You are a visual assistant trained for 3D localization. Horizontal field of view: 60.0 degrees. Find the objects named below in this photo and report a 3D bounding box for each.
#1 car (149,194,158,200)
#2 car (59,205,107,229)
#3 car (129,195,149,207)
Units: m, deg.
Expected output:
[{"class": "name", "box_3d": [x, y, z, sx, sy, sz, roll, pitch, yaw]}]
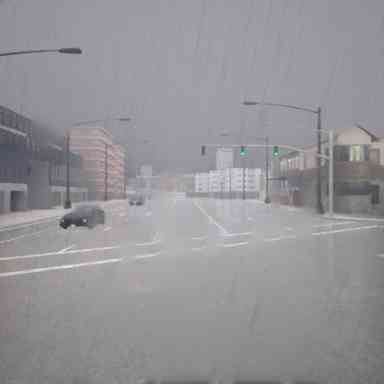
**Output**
[{"class": "car", "box_3d": [-8.661, 1.113, 73.607, 2.128, 1.511, 4.902, 0, 0, -2]}, {"class": "car", "box_3d": [-7.062, 1.603, 22.160, 2.033, 1.411, 5.357, 0, 0, -2]}, {"class": "car", "box_3d": [-7.858, 1.252, 47.846, 2.128, 1.511, 4.902, 0, 1, -2]}]
